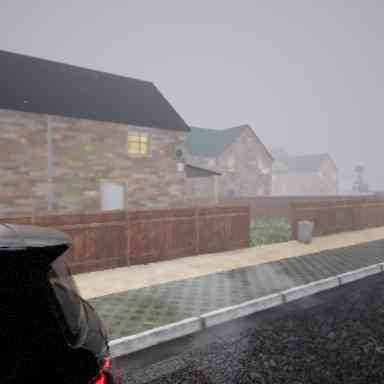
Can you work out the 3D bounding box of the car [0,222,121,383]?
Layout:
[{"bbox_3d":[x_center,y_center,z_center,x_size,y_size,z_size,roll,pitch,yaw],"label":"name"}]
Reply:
[{"bbox_3d":[-2.955,1.250,0.958,5.566,2.045,2.150,-1,1,-36],"label":"car"}]

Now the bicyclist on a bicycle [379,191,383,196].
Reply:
[{"bbox_3d":[23.612,0.710,41.413,1.656,1.620,0.582,-1,0,-36],"label":"bicyclist on a bicycle"}]
